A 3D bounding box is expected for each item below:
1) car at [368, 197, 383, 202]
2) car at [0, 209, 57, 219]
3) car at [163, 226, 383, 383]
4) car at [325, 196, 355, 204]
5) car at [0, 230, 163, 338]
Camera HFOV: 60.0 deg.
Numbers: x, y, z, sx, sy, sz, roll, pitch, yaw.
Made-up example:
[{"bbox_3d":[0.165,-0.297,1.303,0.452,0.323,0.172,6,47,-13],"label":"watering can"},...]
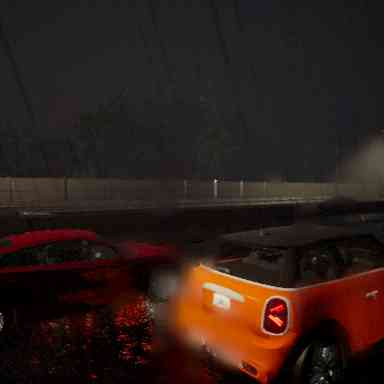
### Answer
[{"bbox_3d":[24.708,1.307,43.097,5.357,1.411,2.033,0,0,-35],"label":"car"},{"bbox_3d":[-7.730,1.585,15.677,4.718,1.301,1.895,0,0,-36],"label":"car"},{"bbox_3d":[2.083,1.325,5.235,4.553,1.767,2.097,0,0,-36],"label":"car"},{"bbox_3d":[19.437,1.255,43.644,5.008,1.535,1.882,0,0,-35],"label":"car"},{"bbox_3d":[-2.368,1.467,6.358,5.008,1.535,1.882,0,0,-36],"label":"car"}]
